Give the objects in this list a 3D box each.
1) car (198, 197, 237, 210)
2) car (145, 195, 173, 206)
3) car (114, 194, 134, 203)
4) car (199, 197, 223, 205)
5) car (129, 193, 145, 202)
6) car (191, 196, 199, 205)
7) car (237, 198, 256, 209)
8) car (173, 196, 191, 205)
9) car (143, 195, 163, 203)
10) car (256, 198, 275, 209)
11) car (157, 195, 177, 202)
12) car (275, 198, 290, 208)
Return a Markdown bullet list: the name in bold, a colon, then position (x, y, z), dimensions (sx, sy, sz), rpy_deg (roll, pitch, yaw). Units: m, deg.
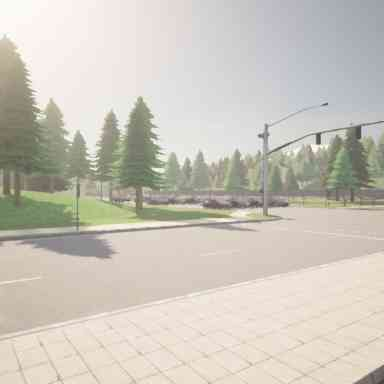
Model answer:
- **car**: position (3.212, 1.525, 42.559), dimensions (1.812, 1.442, 4.674), rpy_deg (0, 0, -35)
- **car**: position (-5.415, 1.564, 54.835), dimensions (1.994, 1.385, 4.181), rpy_deg (0, 0, -35)
- **car**: position (-14.131, 1.556, 67.379), dimensions (1.895, 1.301, 4.718), rpy_deg (0, 0, -35)
- **car**: position (3.340, 1.600, 60.658), dimensions (1.895, 1.301, 4.718), rpy_deg (0, 0, -35)
- **car**: position (-11.695, 1.135, 70.000), dimensions (2.150, 2.045, 5.566), rpy_deg (0, 0, -35)
- **car**: position (0.347, 1.490, 58.821), dimensions (2.128, 1.511, 4.902), rpy_deg (0, 0, -35)
- **car**: position (5.812, 1.491, 44.946), dimensions (2.128, 1.511, 4.902), rpy_deg (0, 0, -35)
- **car**: position (-2.895, 1.490, 57.342), dimensions (2.128, 1.511, 4.902), rpy_deg (0, 0, -35)
- **car**: position (-8.508, 1.468, 71.554), dimensions (2.033, 1.411, 5.357), rpy_deg (0, 0, -35)
- **car**: position (8.891, 1.525, 46.661), dimensions (1.812, 1.442, 4.674), rpy_deg (0, 0, -35)
- **car**: position (-5.594, 1.470, 73.494), dimensions (2.033, 1.411, 5.357), rpy_deg (0, 0, -35)
- **car**: position (12.041, 1.563, 48.260), dimensions (1.994, 1.385, 4.181), rpy_deg (0, 0, -35)
